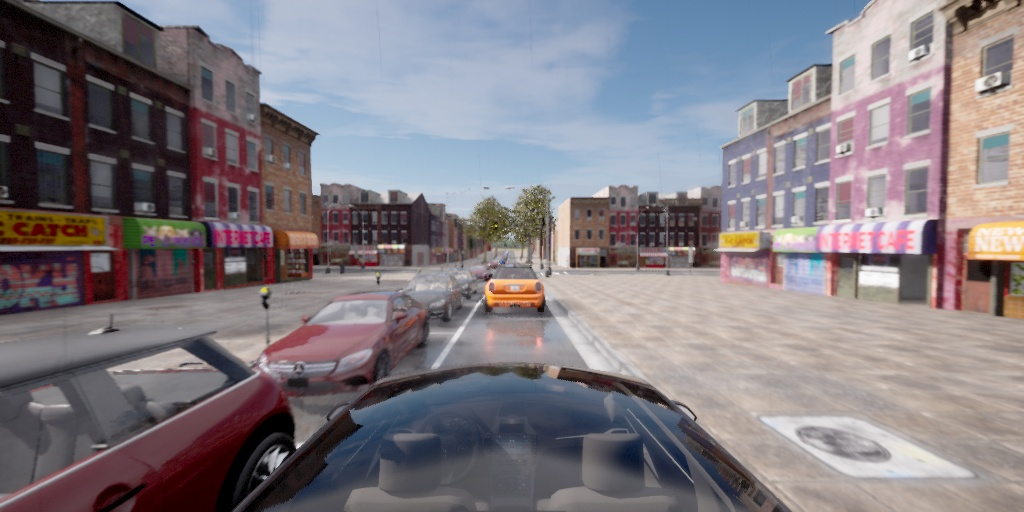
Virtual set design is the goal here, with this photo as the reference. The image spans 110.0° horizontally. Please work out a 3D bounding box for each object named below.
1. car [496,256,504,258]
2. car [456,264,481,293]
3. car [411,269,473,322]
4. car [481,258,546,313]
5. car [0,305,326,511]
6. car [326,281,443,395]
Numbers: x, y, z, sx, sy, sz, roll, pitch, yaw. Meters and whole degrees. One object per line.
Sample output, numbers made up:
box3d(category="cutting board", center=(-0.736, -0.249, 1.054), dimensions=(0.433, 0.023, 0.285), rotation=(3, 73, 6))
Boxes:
box3d(category="car", center=(-2.638, 1.210, 55.110), dimensions=(1.967, 1.591, 4.097), rotation=(0, 0, 0))
box3d(category="car", center=(-2.640, 1.283, 17.440), dimensions=(2.007, 1.370, 4.403), rotation=(0, 0, 0))
box3d(category="car", center=(-2.640, 1.287, 11.992), dimensions=(2.007, 1.370, 4.403), rotation=(0, 0, 0))
box3d(category="car", center=(0.098, 1.088, 14.032), dimensions=(2.097, 1.767, 4.553), rotation=(0, 0, 0))
box3d(category="car", center=(-2.641, 1.191, 1.098), dimensions=(1.967, 1.591, 4.097), rotation=(0, 0, 0))
box3d(category="car", center=(-2.640, 1.325, 6.543), dimensions=(1.802, 1.307, 4.207), rotation=(0, 0, 0))
